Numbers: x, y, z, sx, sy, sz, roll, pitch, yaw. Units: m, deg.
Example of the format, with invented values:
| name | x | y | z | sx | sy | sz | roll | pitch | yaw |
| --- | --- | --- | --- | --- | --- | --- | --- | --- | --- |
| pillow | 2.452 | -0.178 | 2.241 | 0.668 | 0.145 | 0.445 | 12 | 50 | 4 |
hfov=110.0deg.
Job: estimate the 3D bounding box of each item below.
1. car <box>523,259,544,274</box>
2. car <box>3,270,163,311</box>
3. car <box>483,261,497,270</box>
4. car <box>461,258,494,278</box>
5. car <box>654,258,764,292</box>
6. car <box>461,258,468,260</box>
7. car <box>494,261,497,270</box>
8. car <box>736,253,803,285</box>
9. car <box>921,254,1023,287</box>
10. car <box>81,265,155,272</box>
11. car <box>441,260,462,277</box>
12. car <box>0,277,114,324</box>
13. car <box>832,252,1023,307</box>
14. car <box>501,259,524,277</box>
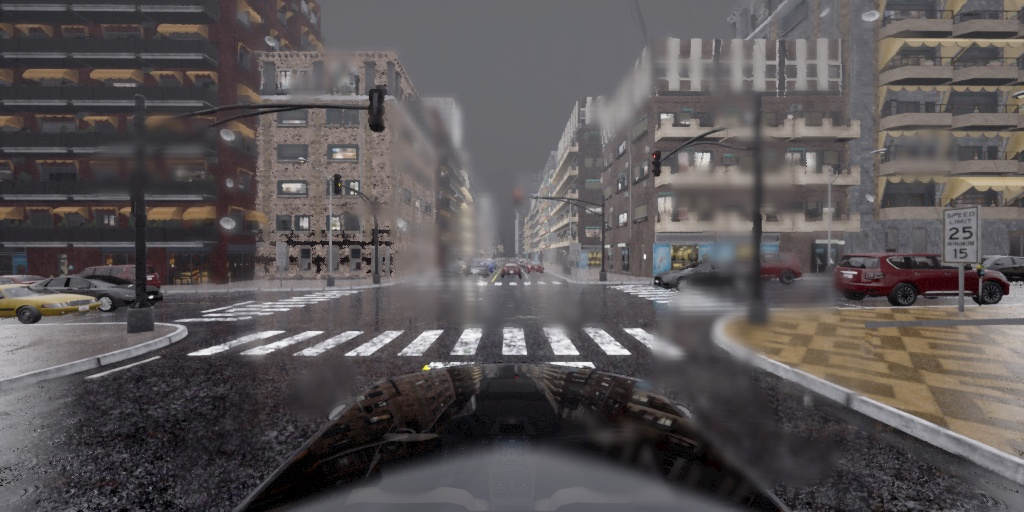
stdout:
| name | x | y | z | sx | sy | sz | roll | pitch | yaw |
| --- | --- | --- | --- | --- | --- | --- | --- | --- | --- |
| car | 2.603 | 1.198 | 40.812 | 1.967 | 1.591 | 4.097 | 0 | 0 | 0 |
| car | -17.898 | 1.560 | 15.340 | 4.892 | 1.490 | 1.837 | -1 | 0 | -1 |
| car | -3.208 | 1.365 | 53.404 | 1.895 | 1.301 | 4.718 | 0 | 0 | 0 |
| car | -3.172 | 1.247 | 33.985 | 2.128 | 1.511 | 4.902 | 0 | 0 | 0 |
| car | 10.038 | 1.038 | 18.851 | 4.892 | 1.490 | 1.837 | -1 | 0 | -1 |
| car | -5.777 | 1.283 | 40.621 | 1.751 | 1.417 | 4.829 | 0 | 0 | 0 |
| car | -3.192 | 1.237 | 43.407 | 1.882 | 1.535 | 5.008 | 0 | 0 | 0 |
| car | 14.532 | 0.759 | 21.490 | 5.009 | 1.841 | 2.192 | 0 | 0 | -1 |
| car | 25.287 | 0.726 | 19.018 | 5.008 | 1.535 | 1.882 | -1 | 0 | -1 |
| car | -23.642 | 1.462 | 21.038 | 5.009 | 1.841 | 2.192 | 0 | 0 | -1 |
| car | -5.765 | 1.322 | 35.109 | 1.948 | 1.339 | 4.313 | 0 | 0 | 0 |
| car | -17.654 | 1.585 | 12.756 | 4.829 | 1.417 | 1.751 | 0 | 0 | -1 |
| car | 14.685 | 0.775 | 13.112 | 5.009 | 1.841 | 2.192 | 0 | 0 | -1 |
| car | -0.024 | 1.282 | 35.659 | 1.812 | 1.442 | 4.674 | 0 | 0 | 0 |
